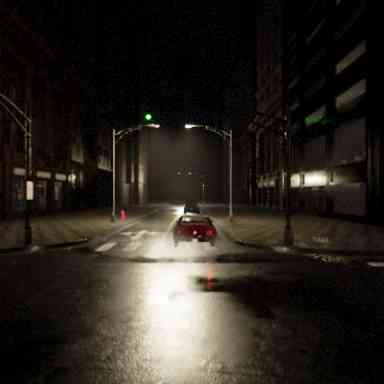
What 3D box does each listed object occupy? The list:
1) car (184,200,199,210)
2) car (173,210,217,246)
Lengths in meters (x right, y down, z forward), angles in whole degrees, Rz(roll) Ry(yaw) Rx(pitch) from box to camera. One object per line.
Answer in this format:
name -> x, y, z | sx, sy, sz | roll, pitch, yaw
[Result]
car -> -0.064, 2.080, 42.905 | 1.994, 1.385, 4.181 | 0, -1, 0
car -> 0.105, 1.779, 16.182 | 1.895, 1.301, 4.718 | 0, -1, 0
